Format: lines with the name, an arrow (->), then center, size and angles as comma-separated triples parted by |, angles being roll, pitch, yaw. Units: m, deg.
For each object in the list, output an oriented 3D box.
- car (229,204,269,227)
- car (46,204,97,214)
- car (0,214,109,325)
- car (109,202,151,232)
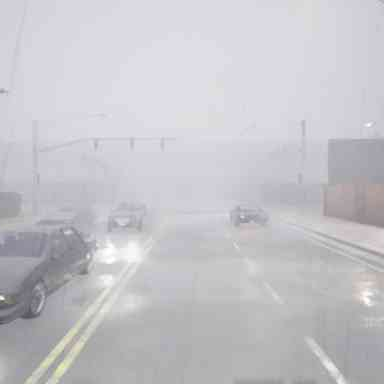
car -> 3.499, 1.427, 21.418 | 1.895, 1.301, 4.718 | 0, 0, 0
car -> -7.001, 1.390, 19.335 | 2.033, 1.411, 5.357 | 0, 0, 0
car -> -3.597, 1.486, 7.485 | 2.033, 1.411, 5.357 | 0, 0, -1
car -> -3.504, 1.339, 19.108 | 2.128, 1.511, 4.902 | 0, 0, 0
